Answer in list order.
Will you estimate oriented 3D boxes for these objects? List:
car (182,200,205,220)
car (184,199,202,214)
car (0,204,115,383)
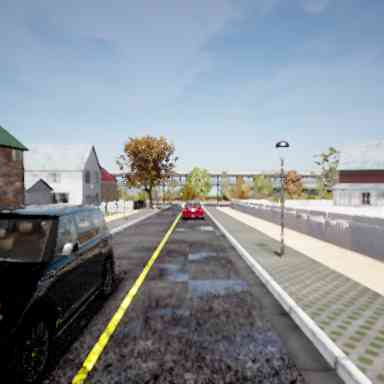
[{"bbox_3d":[0.097,1.657,31.445,2.097,1.767,4.553,0,-1,0],"label":"car"},{"bbox_3d":[0.099,1.773,42.278,2.097,1.767,4.553,0,-1,0],"label":"car"},{"bbox_3d":[-2.850,1.275,5.600,2.150,2.045,5.566,0,-1,0],"label":"car"}]
